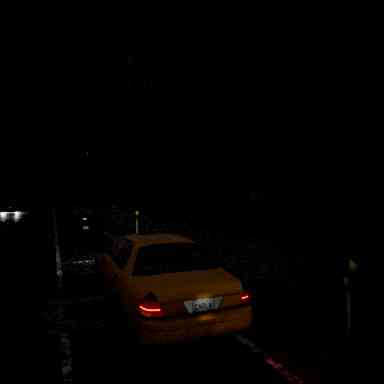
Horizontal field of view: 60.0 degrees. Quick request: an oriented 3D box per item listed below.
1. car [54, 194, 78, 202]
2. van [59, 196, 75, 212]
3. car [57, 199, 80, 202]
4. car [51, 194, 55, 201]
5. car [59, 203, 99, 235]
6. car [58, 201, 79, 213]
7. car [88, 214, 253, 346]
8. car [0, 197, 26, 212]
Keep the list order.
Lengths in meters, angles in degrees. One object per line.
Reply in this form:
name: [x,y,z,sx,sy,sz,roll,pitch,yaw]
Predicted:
car: [-12.570,1.317,33.931,2.192,1.841,5.009,0,0,-23]
van: [-14.706,1.343,39.024,1.690,1.788,3.998,0,0,-23]
car: [-10.433,1.567,28.836,1.947,1.339,4.313,0,0,-23]
car: [-31.948,1.470,79.387,1.967,1.590,4.097,0,0,-24]
car: [-6.160,1.552,18.650,2.008,1.369,4.403,0,0,-23]
car: [-8.296,1.552,23.743,2.008,1.369,4.403,0,0,-23]
car: [-0.844,1.457,6.730,1.801,1.575,5.366,0,0,-23]
car: [-20.987,1.567,38.814,1.994,1.385,4.181,0,0,-22]
